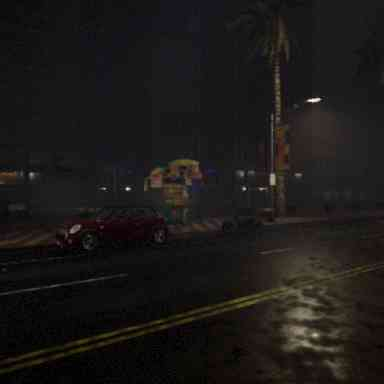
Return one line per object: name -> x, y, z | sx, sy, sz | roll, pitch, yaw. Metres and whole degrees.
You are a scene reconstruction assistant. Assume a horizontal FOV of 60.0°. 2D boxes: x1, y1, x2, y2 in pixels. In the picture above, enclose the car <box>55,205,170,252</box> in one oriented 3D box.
car -> -3.248, 1.361, 13.997 | 4.553, 1.767, 2.185 | 0, 0, -36
